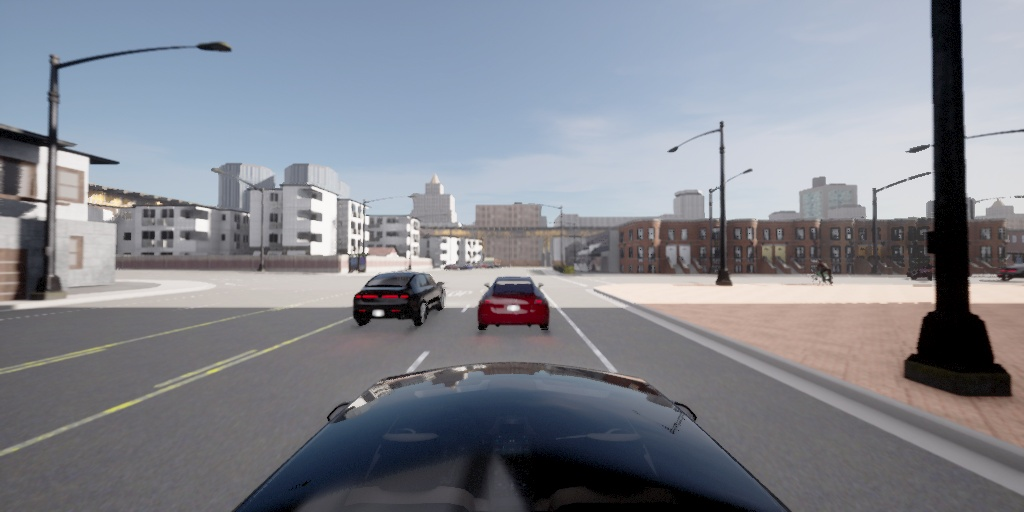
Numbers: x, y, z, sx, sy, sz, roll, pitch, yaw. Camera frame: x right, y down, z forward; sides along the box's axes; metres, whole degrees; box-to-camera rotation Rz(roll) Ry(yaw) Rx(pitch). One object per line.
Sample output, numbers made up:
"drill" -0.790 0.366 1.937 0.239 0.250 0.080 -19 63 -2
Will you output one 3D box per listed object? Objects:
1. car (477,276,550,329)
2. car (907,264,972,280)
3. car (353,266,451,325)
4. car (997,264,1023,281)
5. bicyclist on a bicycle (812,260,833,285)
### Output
"car" 0.053 1.299 11.129 1.994 1.385 4.181 0 0 0
"car" 40.570 1.492 34.043 4.674 1.442 1.812 0 -1 2
"car" -3.445 1.241 11.710 1.837 1.490 4.892 0 0 0
"car" 44.353 1.405 30.332 4.892 1.490 1.837 0 -1 2
"bicyclist on a bicycle" 20.401 1.081 23.575 0.582 1.620 1.656 0 -1 1
